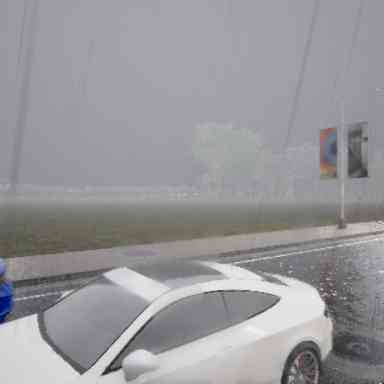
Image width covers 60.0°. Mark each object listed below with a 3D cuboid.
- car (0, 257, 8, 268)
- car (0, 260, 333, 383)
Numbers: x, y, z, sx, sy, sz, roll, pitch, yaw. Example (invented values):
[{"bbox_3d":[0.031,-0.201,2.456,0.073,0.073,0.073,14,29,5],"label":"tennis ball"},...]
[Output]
[{"bbox_3d":[-5.034,1.475,4.087,5.008,1.535,1.882,0,0,-36],"label":"car"},{"bbox_3d":[-0.429,1.529,3.381,4.674,1.442,1.812,0,0,-36],"label":"car"}]
